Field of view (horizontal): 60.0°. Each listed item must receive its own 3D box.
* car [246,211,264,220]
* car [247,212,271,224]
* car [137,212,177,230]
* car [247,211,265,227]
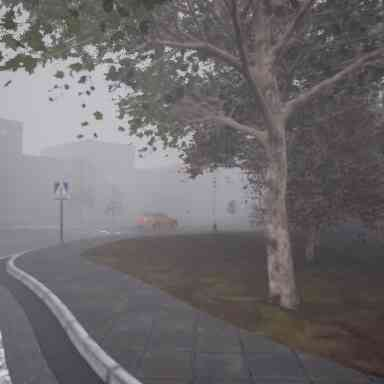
[{"bbox_3d":[15.009,5.505,79.170,2.435,2.045,5.566,0,-3,32],"label":"car"},{"bbox_3d":[11.765,4.536,58.005,2.150,2.045,5.566,-1,-4,32],"label":"car"},{"bbox_3d":[-3.340,2.828,33.080,2.097,1.767,4.553,0,-5,30],"label":"car"},{"bbox_3d":[10.452,4.171,49.822,2.150,2.045,5.566,0,-3,31],"label":"car"}]
